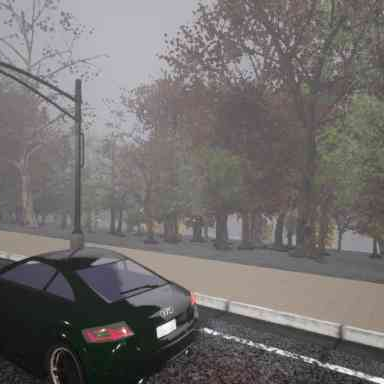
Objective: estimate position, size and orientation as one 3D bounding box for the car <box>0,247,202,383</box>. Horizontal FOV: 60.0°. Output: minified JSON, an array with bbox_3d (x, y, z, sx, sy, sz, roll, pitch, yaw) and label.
[{"bbox_3d":[-1.926,1.563,5.061,4.181,1.385,1.994,0,0,36],"label":"car"}]
